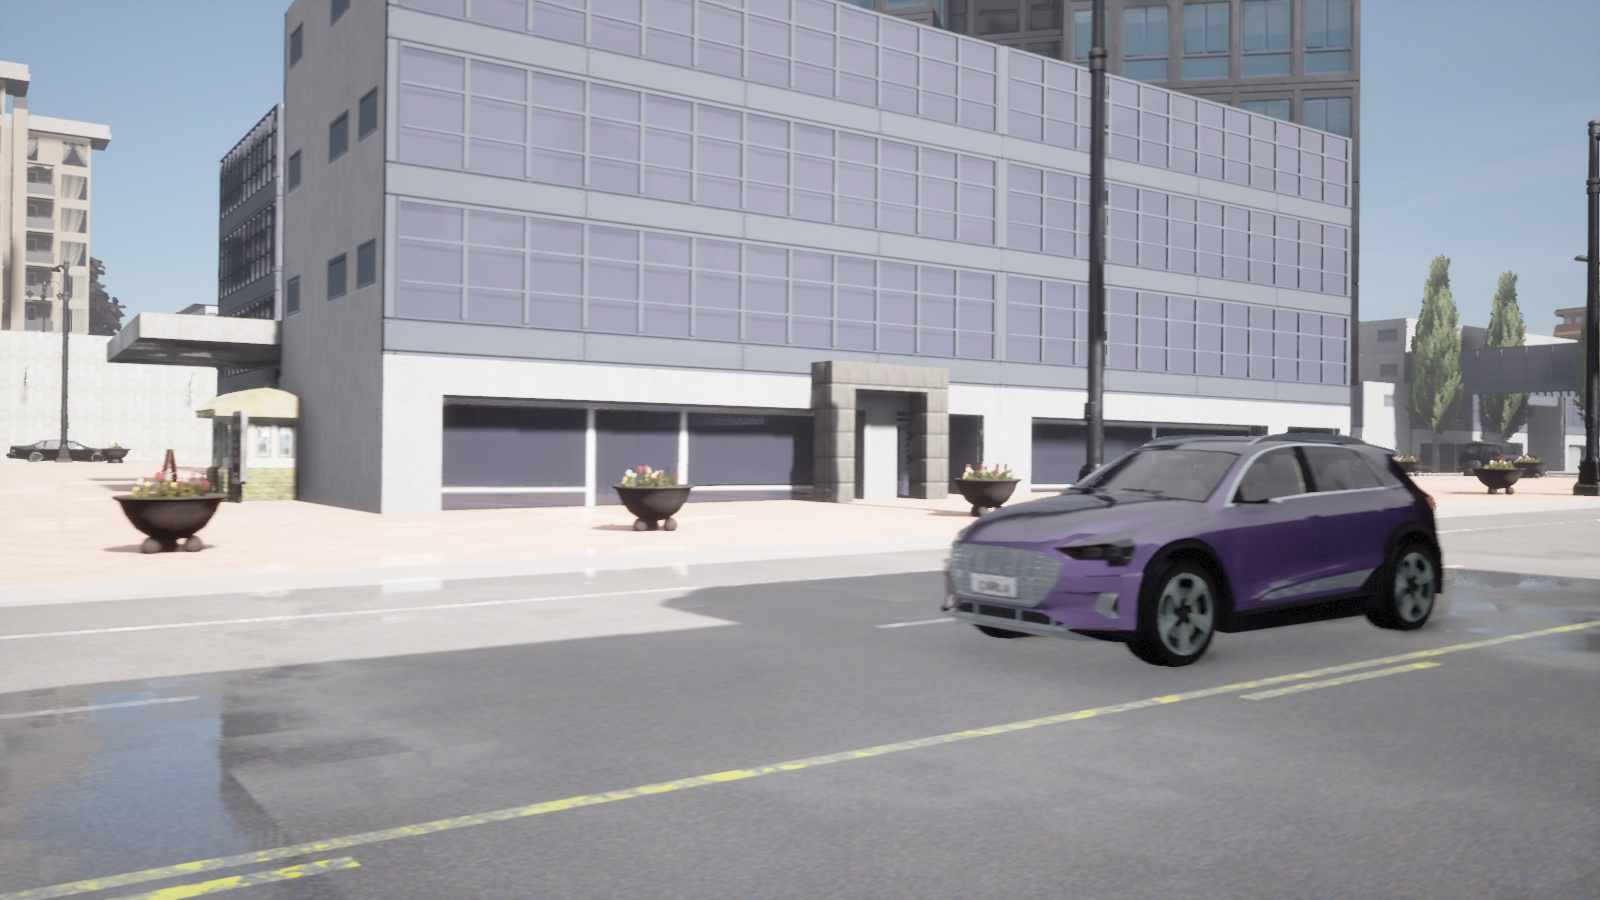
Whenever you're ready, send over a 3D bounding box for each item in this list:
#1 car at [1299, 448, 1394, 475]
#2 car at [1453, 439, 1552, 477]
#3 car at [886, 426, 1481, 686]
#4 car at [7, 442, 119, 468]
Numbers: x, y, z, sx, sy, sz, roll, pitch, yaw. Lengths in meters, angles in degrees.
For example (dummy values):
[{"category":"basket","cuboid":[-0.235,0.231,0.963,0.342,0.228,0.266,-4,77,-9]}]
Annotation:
[{"category":"car","cuboid":[32.115,0.672,73.897,1.837,1.490,4.892,1,-1,-34]},{"category":"car","cuboid":[35.237,0.396,63.067,1.905,1.878,3.866,1,0,-34]},{"category":"car","cuboid":[3.236,0.659,10.175,4.856,1.649,2.033,0,0,-35]},{"category":"car","cuboid":[-41.652,0.289,71.009,5.357,1.411,2.033,1,-1,-33]}]
